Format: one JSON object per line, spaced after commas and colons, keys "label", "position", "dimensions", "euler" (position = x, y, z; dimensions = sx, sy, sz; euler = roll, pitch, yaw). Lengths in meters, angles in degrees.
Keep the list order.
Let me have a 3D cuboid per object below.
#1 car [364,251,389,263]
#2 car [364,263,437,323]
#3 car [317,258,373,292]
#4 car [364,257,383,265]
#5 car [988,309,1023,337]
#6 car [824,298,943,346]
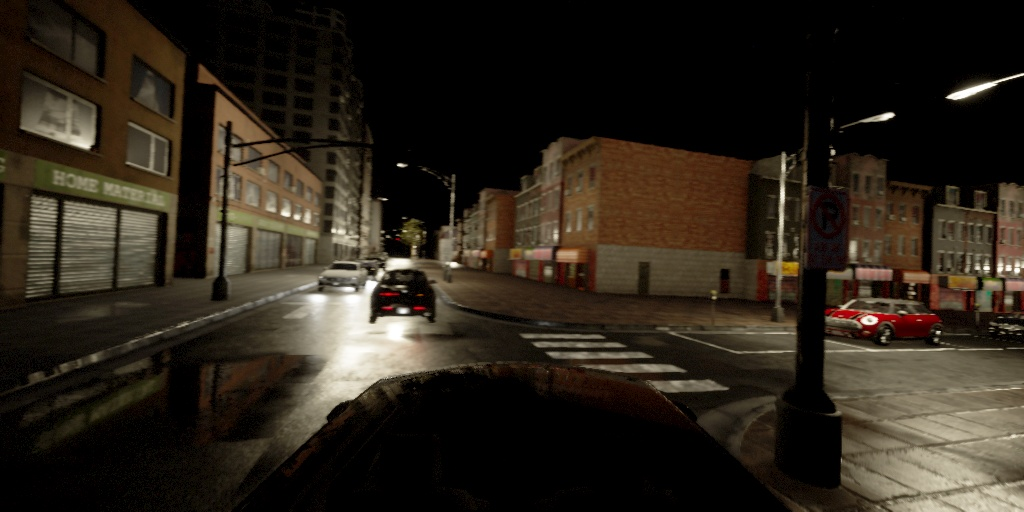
{"label": "car", "position": [-14.487, 0.552, 38.391], "dimensions": [2.150, 2.045, 5.566], "euler": [3, 0, -17]}
{"label": "car", "position": [-3.545, 1.173, 11.776], "dimensions": [1.837, 1.490, 4.892], "euler": [3, 0, -17]}
{"label": "car", "position": [-8.739, 0.998, 18.853], "dimensions": [1.812, 1.442, 4.674], "euler": [3, 0, -15]}
{"label": "car", "position": [-11.533, 1.006, 28.265], "dimensions": [1.895, 1.301, 4.718], "euler": [3, 0, -16]}
{"label": "car", "position": [23.443, 3.067, 15.938], "dimensions": [4.403, 1.370, 2.007], "euler": [0, 0, -16]}
{"label": "car", "position": [13.021, 2.234, 12.850], "dimensions": [4.097, 1.591, 1.967], "euler": [0, 0, -16]}
